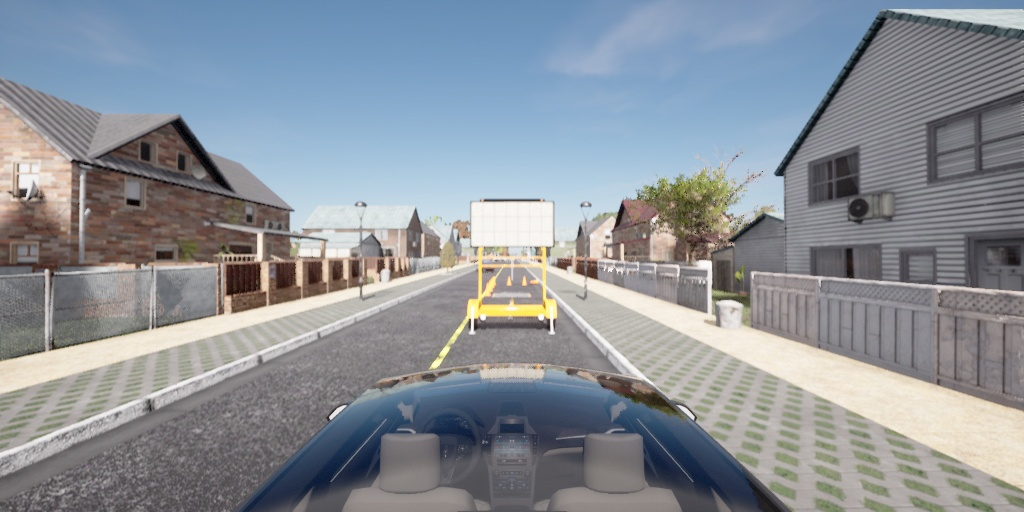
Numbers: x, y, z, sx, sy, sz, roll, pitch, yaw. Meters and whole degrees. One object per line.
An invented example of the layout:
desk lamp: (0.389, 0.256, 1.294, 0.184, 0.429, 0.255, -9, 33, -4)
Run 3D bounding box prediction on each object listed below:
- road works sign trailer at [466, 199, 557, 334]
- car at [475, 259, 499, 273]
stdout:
road works sign trailer: (0.007, 0.159, 10.364, 2.380, 3.560, 2.880, 0, 0, 0)
car: (-2.879, 1.098, 39.500, 2.033, 1.411, 5.357, 0, 0, 0)
